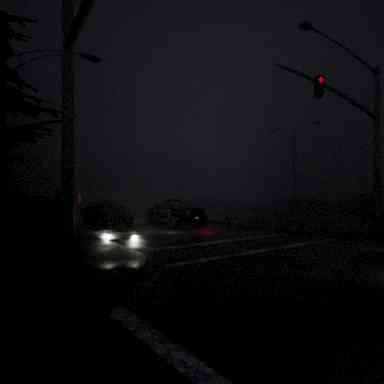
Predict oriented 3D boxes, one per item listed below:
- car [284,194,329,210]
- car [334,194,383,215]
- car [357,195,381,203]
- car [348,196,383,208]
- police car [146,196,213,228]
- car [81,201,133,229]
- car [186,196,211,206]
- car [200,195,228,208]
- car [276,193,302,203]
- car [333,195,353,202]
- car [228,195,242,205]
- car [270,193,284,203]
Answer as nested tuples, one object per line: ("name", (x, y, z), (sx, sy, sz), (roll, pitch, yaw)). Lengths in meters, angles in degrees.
("car", (13.516, 1.151, 38.987), (1.932, 1.855, 4.605), (0, 0, -35))
("car", (15.356, 1.114, 30.661), (1.905, 1.878, 3.866), (0, 0, -35))
("car", (35.793, 1.459, 67.180), (1.970, 1.475, 3.806), (0, 0, -35))
("car", (24.113, 1.350, 45.573), (2.007, 1.523, 4.514), (0, 0, -35))
("police car", (-1.205, 1.274, 20.969), (1.930, 1.638, 5.238), (0, 0, -35))
("car", (-5.327, 1.331, 20.581), (1.882, 1.535, 5.008), (0, 0, -35))
("car", (1.018, 1.322, 51.052), (1.970, 1.475, 3.806), (0, 0, -35))
("car", (2.079, 1.373, 43.179), (2.007, 1.523, 4.514), (0, 0, -35))
("car", (18.682, 1.188, 64.382), (1.932, 1.855, 4.605), (0, 0, -35))
("car", (33.960, 1.464, 74.964), (1.845, 1.501, 3.633), (0, 0, -35))
("car", (6.080, 1.244, 55.010), (2.152, 1.636, 5.027), (0, 0, -35))
("car", (16.543, 1.167, 62.373), (1.905, 1.878, 3.866), (0, 0, -35))
